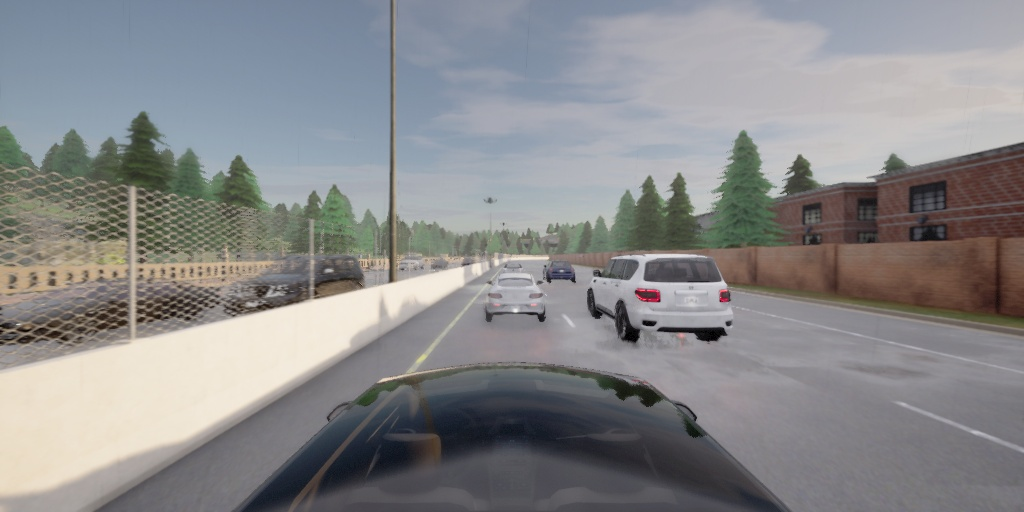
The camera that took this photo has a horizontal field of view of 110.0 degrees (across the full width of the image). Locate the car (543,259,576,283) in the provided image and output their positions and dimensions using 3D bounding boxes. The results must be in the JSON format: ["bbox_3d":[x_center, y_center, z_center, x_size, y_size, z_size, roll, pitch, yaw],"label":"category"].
[{"bbox_3d":[3.606,1.101,28.098,2.097,1.767,4.553,0,0,0],"label":"car"}]

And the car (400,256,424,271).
[{"bbox_3d":[-14.061,0.975,50.756,2.150,2.045,5.566,0,0,0],"label":"car"}]

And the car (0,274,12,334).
[{"bbox_3d":[-14.098,1.228,6.931,1.882,1.535,5.008,0,0,0],"label":"car"}]

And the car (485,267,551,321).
[{"bbox_3d":[0.103,1.275,12.351,1.812,1.442,4.674,0,0,0],"label":"car"}]

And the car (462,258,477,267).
[{"bbox_3d":[-7.091,1.102,59.994,2.097,1.767,4.553,0,0,0],"label":"car"}]

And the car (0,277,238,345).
[{"bbox_3d":[-10.598,1.298,9.725,2.033,1.411,5.357,0,0,0],"label":"car"}]

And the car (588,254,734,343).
[{"bbox_3d":[3.616,0.971,9.857,2.150,2.045,5.566,0,0,1],"label":"car"}]

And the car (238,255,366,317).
[{"bbox_3d":[-7.098,0.973,12.541,2.150,2.045,5.566,0,0,0],"label":"car"}]

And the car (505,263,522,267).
[{"bbox_3d":[0.108,1.350,33.837,1.895,1.301,4.718,0,0,0],"label":"car"}]

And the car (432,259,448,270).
[{"bbox_3d":[-10.566,1.254,53.388,1.837,1.490,4.892,0,0,0],"label":"car"}]
